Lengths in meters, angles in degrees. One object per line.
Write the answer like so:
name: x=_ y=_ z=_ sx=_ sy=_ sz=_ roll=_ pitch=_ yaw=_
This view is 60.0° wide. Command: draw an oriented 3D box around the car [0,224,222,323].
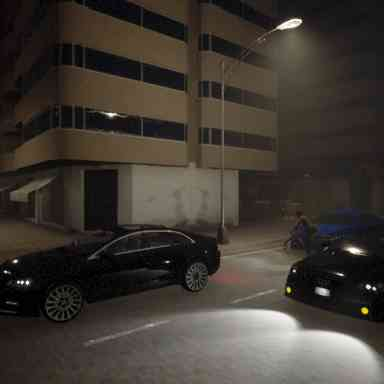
car: x=-1.548 y=1.492 z=7.289 sx=4.902 sy=1.511 sz=2.128 roll=0 pitch=0 yaw=-37

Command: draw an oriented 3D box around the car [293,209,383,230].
car: x=5.947 y=1.478 z=13.113 sx=5.008 sy=1.535 sz=1.882 roll=0 pitch=0 yaw=-38

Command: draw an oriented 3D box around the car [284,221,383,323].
car: x=3.853 y=1.564 z=7.043 sx=4.181 sy=1.385 sz=1.994 roll=0 pitch=0 yaw=-38

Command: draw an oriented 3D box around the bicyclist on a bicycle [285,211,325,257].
bicyclist on a bicycle: x=3.793 y=1.455 z=11.224 sx=0.582 sy=1.620 sz=1.656 roll=0 pitch=-2 yaw=-38
